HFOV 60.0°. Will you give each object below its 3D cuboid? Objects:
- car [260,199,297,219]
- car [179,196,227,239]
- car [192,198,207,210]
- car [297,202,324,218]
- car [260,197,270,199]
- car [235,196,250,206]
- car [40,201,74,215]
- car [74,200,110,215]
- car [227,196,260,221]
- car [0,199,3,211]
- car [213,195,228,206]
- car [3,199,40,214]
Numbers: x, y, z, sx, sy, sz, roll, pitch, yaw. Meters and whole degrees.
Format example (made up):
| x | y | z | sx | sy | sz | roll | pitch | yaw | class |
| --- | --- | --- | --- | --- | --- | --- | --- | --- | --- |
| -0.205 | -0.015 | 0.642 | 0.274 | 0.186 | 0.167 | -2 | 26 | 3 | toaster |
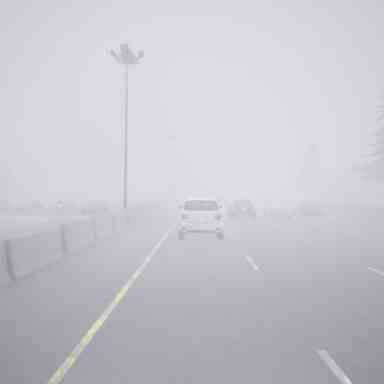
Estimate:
| x | y | z | sx | sy | sz | roll | pitch | yaw | class |
| --- | --- | --- | --- | --- | --- | --- | --- | --- | --- |
| 7.692 | 1.622 | 30.032 | 1.812 | 1.442 | 4.674 | 0 | 0 | 1 | car |
| 0.467 | 1.307 | 17.992 | 2.150 | 2.045 | 5.566 | 0 | 0 | 1 | car |
| 0.935 | 1.553 | 43.127 | 1.895 | 1.301 | 4.718 | 0 | 1 | 1 | car |
| 11.235 | 1.667 | 32.294 | 1.994 | 1.385 | 4.181 | 0 | 0 | 1 | car |
| 11.633 | 1.436 | 53.550 | 1.994 | 1.385 | 4.181 | 0 | 1 | 1 | car |
| 8.145 | 1.368 | 54.142 | 1.812 | 1.442 | 4.674 | 0 | 1 | 1 | car |
| -13.335 | 1.560 | 34.109 | 1.895 | 1.301 | 4.718 | 0 | 0 | 1 | car |
| -9.836 | 1.574 | 34.074 | 2.033 | 1.411 | 5.357 | 0 | 0 | 1 | car |
| 4.165 | 1.435 | 28.568 | 2.097 | 1.767 | 4.553 | 0 | 0 | 1 | car |
| -20.333 | 1.466 | 34.270 | 2.033 | 1.411 | 5.357 | 0 | 0 | 1 | car |
| 4.649 | 1.312 | 54.383 | 2.128 | 1.511 | 4.902 | 0 | 1 | 1 | car |
| -16.836 | 1.466 | 34.116 | 1.812 | 1.442 | 4.674 | 0 | 0 | 1 | car |
